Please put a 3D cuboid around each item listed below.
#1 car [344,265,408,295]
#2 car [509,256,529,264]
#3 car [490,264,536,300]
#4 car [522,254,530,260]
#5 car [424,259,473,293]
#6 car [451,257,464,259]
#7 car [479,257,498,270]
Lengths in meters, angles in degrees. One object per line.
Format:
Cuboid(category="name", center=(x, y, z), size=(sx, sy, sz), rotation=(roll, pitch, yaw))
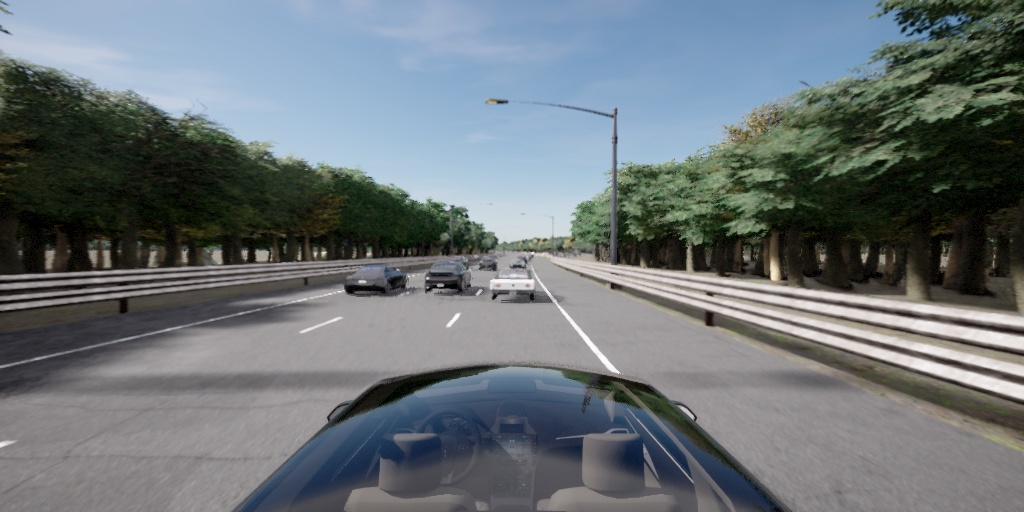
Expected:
Cuboid(category="car", center=(-6.809, 1.128, 18.404), size=(1.994, 1.385, 4.181), rotation=(0, 1, 1))
Cuboid(category="car", center=(0.648, 1.005, 40.732), size=(1.895, 1.301, 4.718), rotation=(0, 1, 2))
Cuboid(category="car", center=(0.069, 1.224, 16.867), size=(1.895, 1.301, 4.718), rotation=(0, 1, 1))
Cuboid(category="car", center=(1.683, 0.703, 62.453), size=(1.837, 1.490, 4.892), rotation=(0, 1, 3))
Cuboid(category="car", center=(-3.308, 1.086, 19.172), size=(1.837, 1.490, 4.892), rotation=(0, 1, 1))
Cuboid(category="car", center=(-6.230, 0.840, 41.662), size=(2.128, 1.511, 4.902), rotation=(0, 1, 2))
Cuboid(category="car", center=(-2.708, 0.858, 42.236), size=(2.128, 1.511, 4.902), rotation=(0, 1, 2))
